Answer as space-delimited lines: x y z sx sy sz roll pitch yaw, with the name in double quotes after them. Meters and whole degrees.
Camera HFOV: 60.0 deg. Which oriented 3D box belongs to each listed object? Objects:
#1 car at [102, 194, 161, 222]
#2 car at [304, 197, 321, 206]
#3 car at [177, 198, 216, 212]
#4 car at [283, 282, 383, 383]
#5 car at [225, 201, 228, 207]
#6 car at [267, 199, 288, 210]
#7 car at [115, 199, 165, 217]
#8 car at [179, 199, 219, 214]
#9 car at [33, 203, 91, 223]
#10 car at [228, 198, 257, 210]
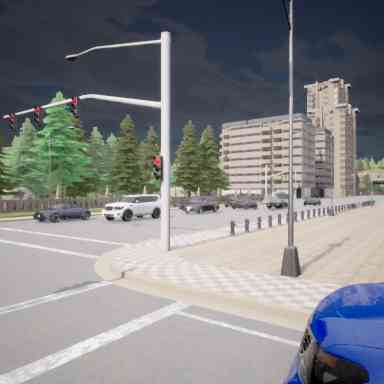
-4.683 1.221 27.192 2.150 2.045 5.566 0 0 35 "car"
20.195 1.564 55.706 1.994 1.385 4.181 0 0 35 "car"
0.665 1.547 40.714 2.033 1.411 5.357 0 0 36 "car"
3.316 1.221 1.601 5.566 2.045 2.150 0 0 36 "car"
6.491 1.564 48.822 1.994 1.385 4.181 0 0 36 "car"
11.532 1.601 43.560 1.895 1.301 4.718 0 0 35 "car"
-5.012 1.491 32.758 2.128 1.511 4.902 0 0 35 "car"
1.082 1.492 35.271 2.128 1.511 4.902 0 0 36 "car"
-9.977 1.564 25.799 1.994 1.385 4.181 0 0 36 "car"
6.909 1.564 43.412 1.994 1.385 4.181 0 0 36 "car"
